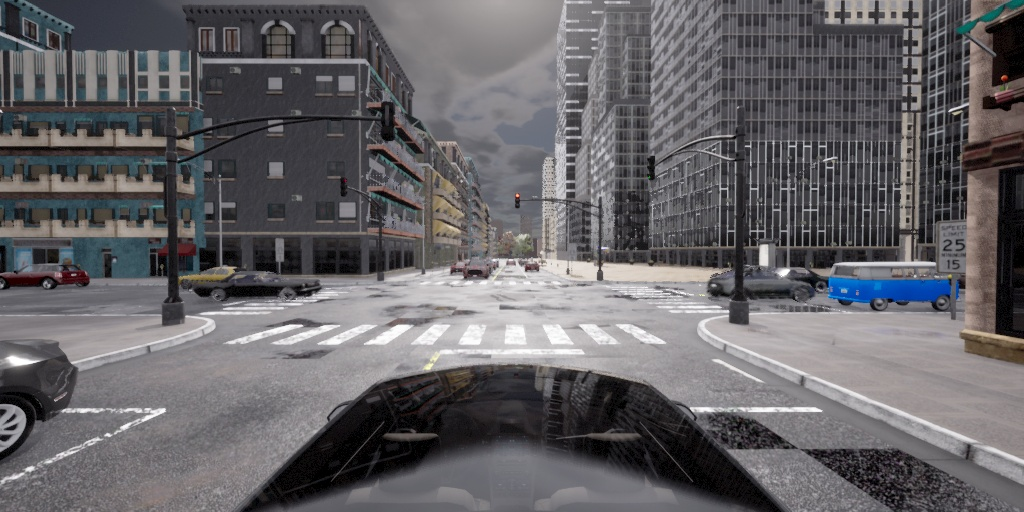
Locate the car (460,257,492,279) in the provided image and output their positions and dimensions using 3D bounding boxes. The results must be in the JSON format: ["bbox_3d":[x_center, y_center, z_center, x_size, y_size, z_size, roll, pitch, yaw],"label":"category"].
[{"bbox_3d":[-3.166,1.096,32.472,2.097,1.767,4.553,0,0,-1],"label":"car"}]

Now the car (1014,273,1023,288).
[{"bbox_3d":[24.591,1.217,19.663,5.357,1.411,2.033,0,1,0],"label":"car"}]

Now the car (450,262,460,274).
[{"bbox_3d":[-5.804,1.288,40.189,1.888,1.381,4.507,0,0,0],"label":"car"}]

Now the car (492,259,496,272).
[{"bbox_3d":[-3.214,1.344,41.501,1.895,1.301,4.718,0,0,0],"label":"car"}]

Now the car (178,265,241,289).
[{"bbox_3d":[-17.941,1.246,22.069,4.829,1.417,1.751,0,0,0],"label":"car"}]

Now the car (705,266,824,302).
[{"bbox_3d":[11.221,1.307,16.402,4.181,1.385,1.994,0,1,0],"label":"car"}]

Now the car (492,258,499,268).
[{"bbox_3d":[-3.241,1.344,51.564,1.895,1.301,4.718,0,0,0],"label":"car"}]

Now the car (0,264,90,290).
[{"bbox_3d":[-28.839,1.189,22.018,4.097,1.591,1.967,0,0,0],"label":"car"}]

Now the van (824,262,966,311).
[{"bbox_3d":[14.655,1.116,13.840,3.998,1.789,1.690,0,0,0],"label":"van"}]

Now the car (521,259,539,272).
[{"bbox_3d":[2.526,1.288,45.920,1.888,1.381,4.507,0,0,0],"label":"car"}]

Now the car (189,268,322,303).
[{"bbox_3d":[-11.531,1.389,16.604,4.718,1.301,1.895,0,1,-5],"label":"car"}]

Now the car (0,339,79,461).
[{"bbox_3d":[-5.690,1.300,2.123,2.007,1.370,4.403,0,0,0],"label":"car"}]
